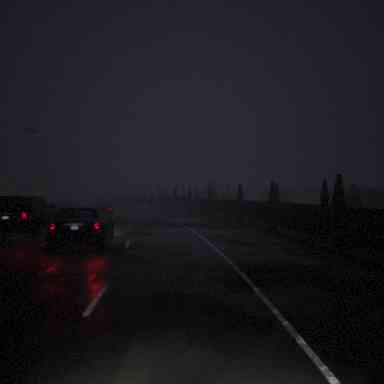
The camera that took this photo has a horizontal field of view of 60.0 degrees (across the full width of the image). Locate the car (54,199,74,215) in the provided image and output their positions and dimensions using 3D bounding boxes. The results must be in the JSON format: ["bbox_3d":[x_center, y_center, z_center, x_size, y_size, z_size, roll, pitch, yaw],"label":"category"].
[{"bbox_3d":[-13.320,1.502,34.633,1.812,1.442,4.674,0,0,-20],"label":"car"}]

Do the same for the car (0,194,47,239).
[{"bbox_3d":[-8.559,1.211,17.171,2.150,2.045,5.566,0,0,-10],"label":"car"}]

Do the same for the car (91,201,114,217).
[{"bbox_3d":[-8.749,1.576,32.253,1.895,1.301,4.718,0,0,-18],"label":"car"}]

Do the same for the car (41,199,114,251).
[{"bbox_3d":[-4.618,1.342,14.357,2.097,1.767,4.553,0,0,-8],"label":"car"}]
